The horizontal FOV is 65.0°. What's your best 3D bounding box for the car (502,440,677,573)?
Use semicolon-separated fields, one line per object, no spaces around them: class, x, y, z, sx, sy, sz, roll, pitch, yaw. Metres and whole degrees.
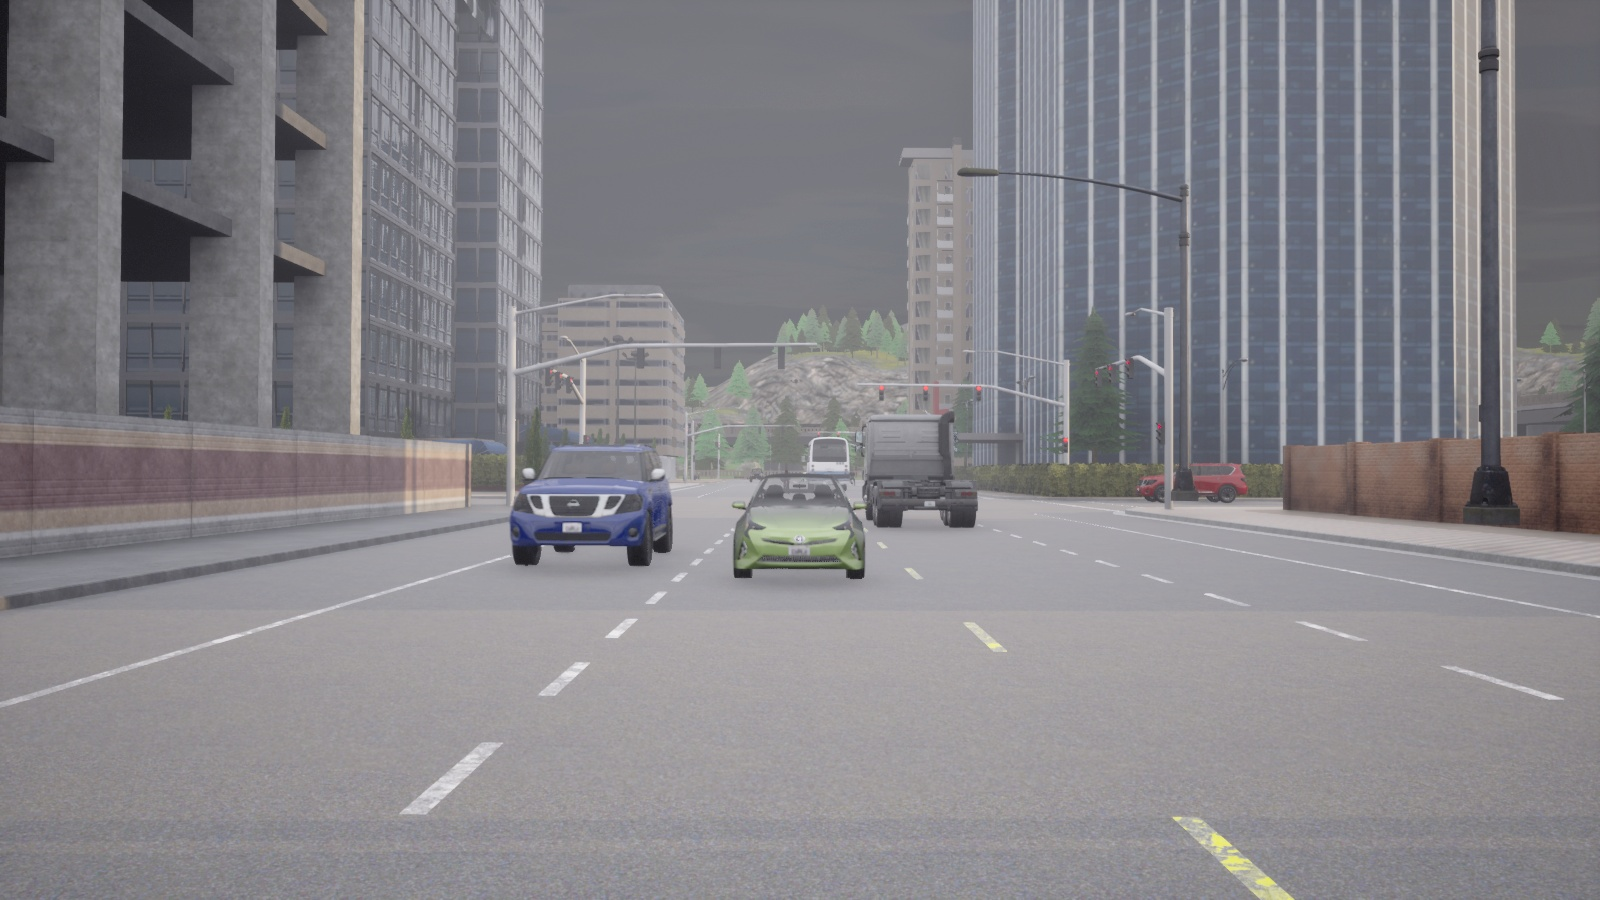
car;-3.504;0.914;22.067;2.150;2.045;5.566;0;-1;0

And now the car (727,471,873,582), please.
car;-0.002;1.085;19.488;2.007;1.525;4.514;0;-1;0

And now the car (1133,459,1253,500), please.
car;20.329;1.535;65.115;5.566;2.045;2.150;0;-1;-1

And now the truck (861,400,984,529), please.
truck;3.483;0.446;37.657;2.891;3.462;7.936;0;-1;0
